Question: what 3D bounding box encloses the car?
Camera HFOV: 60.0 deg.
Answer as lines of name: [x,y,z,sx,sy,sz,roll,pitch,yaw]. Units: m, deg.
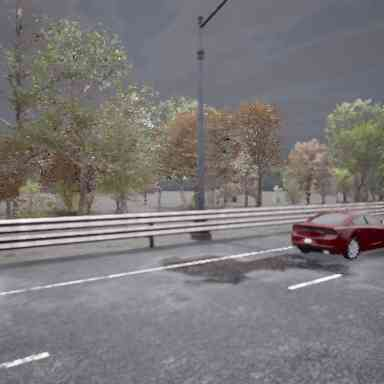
car: [5.750,1.413,12.151,5.008,1.535,1.882,0,0,-35]
